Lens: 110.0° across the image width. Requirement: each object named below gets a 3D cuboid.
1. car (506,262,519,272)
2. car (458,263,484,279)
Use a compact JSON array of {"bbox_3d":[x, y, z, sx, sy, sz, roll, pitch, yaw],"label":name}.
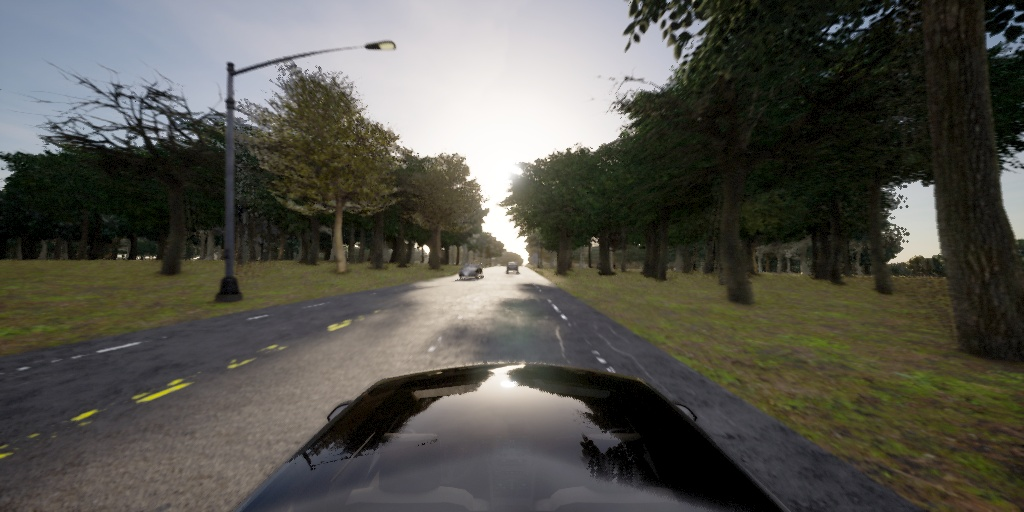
[{"bbox_3d":[0.086,1.662,54.446,2.128,1.511,4.902,0,-1,0],"label":"car"},{"bbox_3d":[-4.047,1.498,36.105,2.128,1.511,4.902,0,0,6],"label":"car"}]
